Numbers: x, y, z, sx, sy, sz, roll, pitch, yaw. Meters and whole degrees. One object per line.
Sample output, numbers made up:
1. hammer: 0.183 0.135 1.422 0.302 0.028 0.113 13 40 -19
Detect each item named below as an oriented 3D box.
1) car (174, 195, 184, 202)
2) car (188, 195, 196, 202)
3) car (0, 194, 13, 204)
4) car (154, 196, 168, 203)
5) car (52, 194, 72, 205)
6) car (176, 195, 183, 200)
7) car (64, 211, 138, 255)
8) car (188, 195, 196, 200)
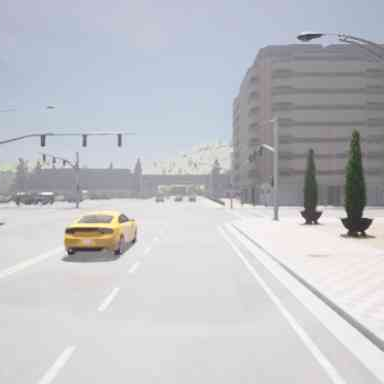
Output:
1. car: -3.471 1.789 84.288 1.895 1.301 4.718 0 0 0
2. car: 0.029 1.746 84.256 1.994 1.385 4.181 0 0 0
3. car: -36.010 1.541 62.149 1.970 1.475 3.806 0 0 0
4. car: -6.975 1.668 72.177 1.837 1.490 4.892 0 0 0
5. car: -30.183 1.576 77.228 1.970 1.475 3.806 0 0 0
6. car: -3.468 1.573 93.234 1.837 1.490 4.892 0 0 0
7. car: -3.445 1.509 13.399 1.882 1.535 5.008 0 -1 1
8. car: 0.032 1.613 93.233 2.033 1.411 5.357 0 0 0
